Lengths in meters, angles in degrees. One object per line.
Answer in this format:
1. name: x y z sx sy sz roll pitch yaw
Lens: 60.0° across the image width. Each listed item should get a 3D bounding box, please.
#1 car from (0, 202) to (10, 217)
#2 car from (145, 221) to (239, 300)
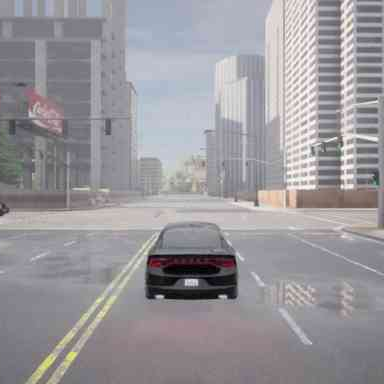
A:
1. car: -18.773 1.220 28.535 5.566 2.045 2.150 0 0 -1
2. car: -0.003 1.478 8.464 1.882 1.535 5.008 0 0 0
